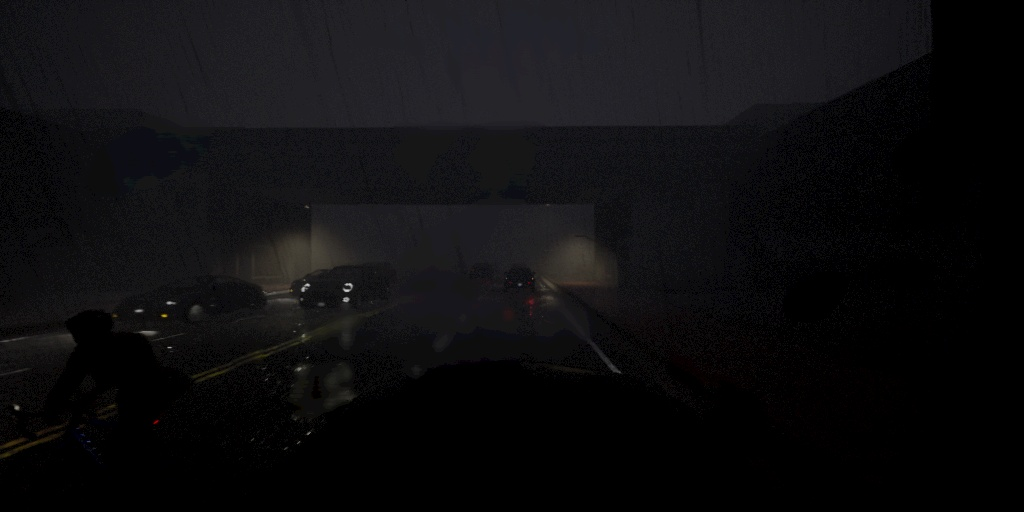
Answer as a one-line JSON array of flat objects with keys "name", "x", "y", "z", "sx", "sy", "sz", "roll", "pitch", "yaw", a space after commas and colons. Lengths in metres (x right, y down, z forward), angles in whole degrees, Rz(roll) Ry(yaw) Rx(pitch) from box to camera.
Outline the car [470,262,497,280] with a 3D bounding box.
[{"name": "car", "x": -2.792, "y": 1.402, "z": 33.998, "sx": 1.882, "sy": 1.535, "sz": 5.008, "roll": 0, "pitch": 0, "yaw": 1}]

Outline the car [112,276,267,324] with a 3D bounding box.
[{"name": "car", "x": -10.413, "y": 1.371, "z": 12.040, "sx": 1.994, "sy": 1.385, "sz": 4.181, "roll": 0, "pitch": 0, "yaw": 1}]

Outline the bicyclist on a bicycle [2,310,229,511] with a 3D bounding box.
[{"name": "bicyclist on a bicycle", "x": -2.839, "y": 1.209, "z": 2.558, "sx": 1.656, "sy": 1.620, "sz": 0.582, "roll": -2, "pitch": 0, "yaw": 1}]

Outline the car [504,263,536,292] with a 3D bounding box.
[{"name": "car", "x": 0.480, "y": 1.385, "z": 21.951, "sx": 1.812, "sy": 1.442, "sz": 4.674, "roll": 0, "pitch": 0, "yaw": 1}]

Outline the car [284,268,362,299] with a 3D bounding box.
[{"name": "car", "x": -10.166, "y": 1.412, "z": 19.706, "sx": 1.994, "sy": 1.385, "sz": 4.181, "roll": 0, "pitch": 0, "yaw": 1}]

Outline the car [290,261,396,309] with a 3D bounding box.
[{"name": "car", "x": -6.856, "y": 1.176, "z": 15.205, "sx": 2.097, "sy": 1.767, "sz": 4.553, "roll": 0, "pitch": 0, "yaw": 1}]

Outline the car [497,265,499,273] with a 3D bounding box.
[{"name": "car", "x": -2.707, "y": 1.478, "z": 45.165, "sx": 2.128, "sy": 1.511, "sz": 4.902, "roll": 0, "pitch": 0, "yaw": -1}]
